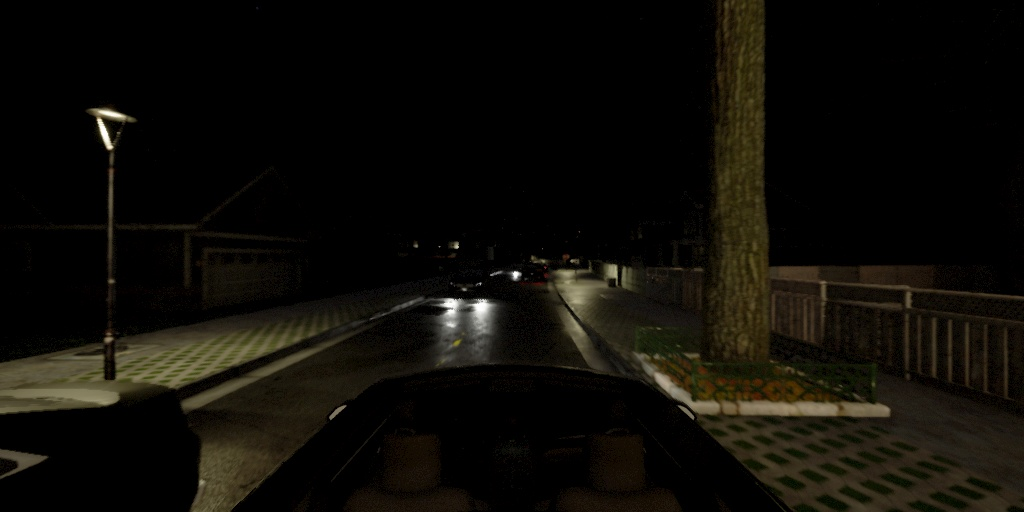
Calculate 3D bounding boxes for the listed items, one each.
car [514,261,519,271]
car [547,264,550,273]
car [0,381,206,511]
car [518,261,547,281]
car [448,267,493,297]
[{"bbox_3d":[1.483,1.343,48.890,1.895,1.301,4.718,0,0,10],"label":"car"},{"bbox_3d":[3.670,1.379,44.544,1.895,1.301,4.718,0,0,9],"label":"car"},{"bbox_3d":[-2.800,1.220,0.112,2.128,1.511,4.902,0,0,0],"label":"car"},{"bbox_3d":[1.915,1.323,31.768,1.882,1.535,5.008,0,0,7],"label":"car"},{"bbox_3d":[-2.136,1.357,19.619,1.812,1.442,4.674,0,0,4],"label":"car"}]
